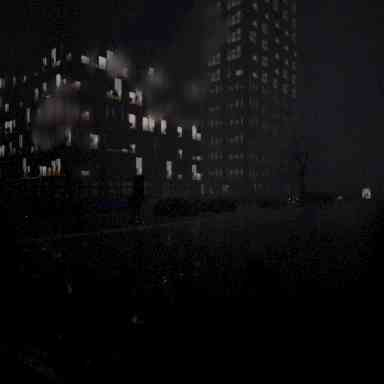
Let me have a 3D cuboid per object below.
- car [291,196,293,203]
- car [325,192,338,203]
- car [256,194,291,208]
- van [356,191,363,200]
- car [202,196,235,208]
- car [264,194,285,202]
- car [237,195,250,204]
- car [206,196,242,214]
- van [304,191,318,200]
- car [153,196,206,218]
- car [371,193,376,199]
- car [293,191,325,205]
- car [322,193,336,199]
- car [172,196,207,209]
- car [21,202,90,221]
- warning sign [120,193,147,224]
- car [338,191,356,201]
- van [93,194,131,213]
[{"bbox_3d":[17.043,1.136,52.757,1.895,1.301,4.718,0,1,40],"label":"car"},{"bbox_3d":[20.921,0.839,53.141,2.192,1.841,5.009,1,1,40],"label":"car"},{"bbox_3d":[9.840,1.243,40.165,1.802,1.307,4.206,1,1,40],"label":"car"},{"bbox_3d":[35.694,0.682,70.449,1.690,1.788,3.998,1,1,40],"label":"van"},{"bbox_3d":[3.309,1.228,41.421,1.994,1.385,4.181,0,1,41],"label":"car"},{"bbox_3d":[14.558,1.055,58.601,1.947,1.339,4.313,1,1,40],"label":"car"},{"bbox_3d":[7.171,1.147,49.947,1.947,1.339,4.313,1,1,40],"label":"car"},{"bbox_3d":[2.504,1.319,31.469,1.947,1.339,4.313,1,1,40],"label":"car"},{"bbox_3d":[25.639,0.693,71.578,1.690,1.788,3.998,1,1,40],"label":"van"},{"bbox_3d":[-1.146,1.239,27.104,1.967,1.590,4.097,1,1,40],"label":"car"},{"bbox_3d":[39.386,0.847,74.779,2.008,1.369,4.403,1,1,40],"label":"car"},{"bbox_3d":[17.228,0.884,48.815,2.192,1.841,5.009,1,1,40],"label":"car"},{"bbox_3d":[33.025,0.828,80.236,1.947,1.339,4.313,1,1,40],"label":"car"},{"bbox_3d":[-0.221,1.217,41.300,1.887,1.381,4.507,1,1,40],"label":"car"},{"bbox_3d":[-10.372,1.435,25.416,1.895,1.301,4.718,0,1,40],"label":"car"},{"bbox_3d":[-3.643,0.976,20.726,1.300,1.860,1.060,0,0,40],"label":"warning sign"},{"bbox_3d":[28.417,0.956,61.927,1.752,1.417,4.829,1,1,40],"label":"car"},{"bbox_3d":[-7.692,1.105,32.716,1.690,1.788,3.998,1,1,40],"label":"van"}]
